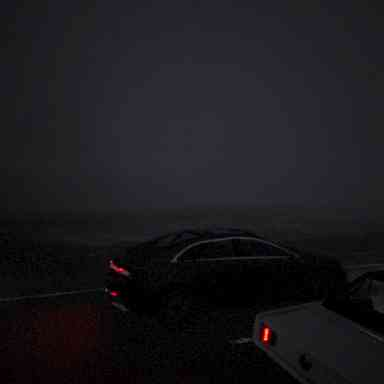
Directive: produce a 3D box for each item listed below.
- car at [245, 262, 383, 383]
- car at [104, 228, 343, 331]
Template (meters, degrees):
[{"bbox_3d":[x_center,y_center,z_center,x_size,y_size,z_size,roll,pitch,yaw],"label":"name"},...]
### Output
[{"bbox_3d":[3.194,1.600,3.781,4.718,1.301,1.895,0,0,-19],"label":"car"},{"bbox_3d":[0.788,1.491,6.629,4.902,1.511,2.128,0,0,-20],"label":"car"}]
